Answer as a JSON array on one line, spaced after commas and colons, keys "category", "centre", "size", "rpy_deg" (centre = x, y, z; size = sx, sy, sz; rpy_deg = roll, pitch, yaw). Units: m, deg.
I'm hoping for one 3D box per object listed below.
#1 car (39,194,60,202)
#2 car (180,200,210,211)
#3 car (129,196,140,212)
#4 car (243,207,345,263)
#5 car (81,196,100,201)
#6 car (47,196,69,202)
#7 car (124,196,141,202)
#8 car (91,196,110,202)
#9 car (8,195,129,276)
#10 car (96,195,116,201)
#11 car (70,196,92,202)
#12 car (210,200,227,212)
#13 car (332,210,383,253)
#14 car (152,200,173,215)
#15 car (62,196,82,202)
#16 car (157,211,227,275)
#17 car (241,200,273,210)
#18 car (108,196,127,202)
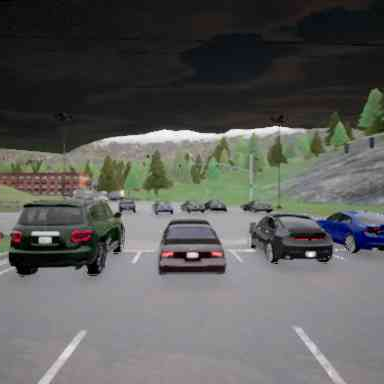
[{"category": "car", "centre": [-35.548, 1.493, 83.038], "size": [4.553, 1.767, 2.097], "rpy_deg": [0, 0, 18]}, {"category": "car", "centre": [0.027, 1.609, 37.039], "size": [2.033, 1.411, 5.357], "rpy_deg": [0, 0, -13]}, {"category": "car", "centre": [-7.635, 1.556, 38.766], "size": [2.128, 1.511, 4.902], "rpy_deg": [0, 0, -14]}, {"category": "car", "centre": [3.325, 1.527, 12.020], "size": [1.837, 1.490, 4.892], "rpy_deg": [0, 0, -2]}, {"category": "car", "centre": [-26.543, 1.739, 86.672], "size": [4.718, 1.301, 1.895], "rpy_deg": [0, 0, 25]}, {"category": "car", "centre": [-31.126, 1.606, 77.231], "size": [5.008, 1.535, 1.882], "rpy_deg": [0, 0, 28]}, {"category": "car", "centre": [-14.909, 1.690, 82.819], "size": [4.181, 1.385, 1.994], "rpy_deg": [0, 0, 39]}, {"category": "car", "centre": [-21.985, 1.656, 79.586], "size": [4.674, 1.442, 1.812], "rpy_deg": [0, 0, 35]}, {"category": "car", "centre": [-3.609, 1.240, 10.613], "size": [2.150, 2.045, 5.566], "rpy_deg": [0, 0, -2]}, {"category": "car", "centre": [-22.913, 1.672, 88.630], "size": [4.902, 1.511, 2.128], "rpy_deg": [0, 0, 28]}, {"category": "car", "centre": [-26.161, 1.670, 78.272], "size": [5.357, 1.411, 2.033], "rpy_deg": [0, 0, 32]}, {"category": "car", "centre": [2.718, 1.631, 40.528], "size": [1.994, 1.385, 4.181], "rpy_deg": [0, 0, -14]}, {"category": "car", "centre": [6.721, 1.501, 13.815], "size": [1.882, 1.535, 5.008], "rpy_deg": [0, 0, -3]}, {"category": "car", "centre": [-3.191, 1.606, 35.397], "size": [2.033, 1.411, 5.357], "rpy_deg": [0, 0, -13]}, {"category": "car", "centre": [-30.739, 1.736, 84.848], "size": [4.718, 1.301, 1.895], "rpy_deg": [0, 0, 21]}, {"category": "car", "centre": [-0.096, 1.565, 10.481], "size": [2.033, 1.411, 5.357], "rpy_deg": [0, 0, -2]}, {"category": "car", "centre": [7.177, 1.609, 37.041], "size": [2.033, 1.411, 5.357], "rpy_deg": [0, 0, -12]}, {"category": "car", "centre": [-18.214, 1.635, 81.059], "size": [4.892, 1.490, 1.837], "rpy_deg": [0, 0, 39]}]
